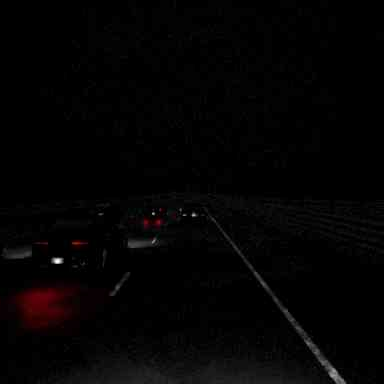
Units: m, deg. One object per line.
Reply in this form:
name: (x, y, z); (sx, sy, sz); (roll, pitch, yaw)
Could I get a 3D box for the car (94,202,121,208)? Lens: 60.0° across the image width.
car: (-6.893, 1.521, 27.175); (1.812, 1.442, 4.674); (1, 0, 0)

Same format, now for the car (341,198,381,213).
car: (20.034, 1.509, 39.637); (2.097, 1.767, 4.553); (0, 0, -19)

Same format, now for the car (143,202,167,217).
car: (-3.398, 1.608, 31.594); (1.895, 1.301, 4.718); (0, 0, 0)

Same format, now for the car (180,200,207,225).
car: (0.101, 1.548, 24.130); (2.033, 1.411, 5.357); (0, 0, 0)

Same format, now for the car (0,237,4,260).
car: (-6.904, 1.486, 8.687); (1.812, 1.442, 4.674); (0, 0, 0)

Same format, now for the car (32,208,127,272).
car: (-3.398, 1.498, 10.853); (1.837, 1.490, 4.892); (0, 0, 0)
